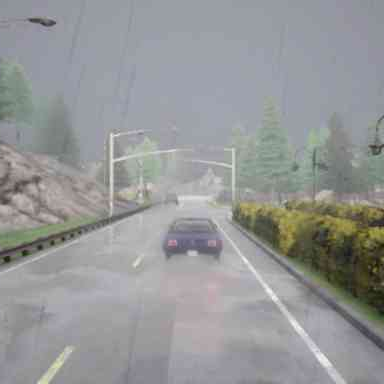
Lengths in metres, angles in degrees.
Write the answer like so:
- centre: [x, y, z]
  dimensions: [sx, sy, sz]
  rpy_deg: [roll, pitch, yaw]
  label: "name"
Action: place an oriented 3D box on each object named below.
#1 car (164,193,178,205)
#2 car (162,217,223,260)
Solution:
- centre: [-3.544, 1.183, 57.994]
  dimensions: [2.150, 2.045, 5.566]
  rpy_deg: [0, 0, 1]
  label: "car"
- centre: [0.037, 1.592, 12.403]
  dimensions: [1.895, 1.301, 4.718]
  rpy_deg: [0, 0, 1]
  label: "car"
